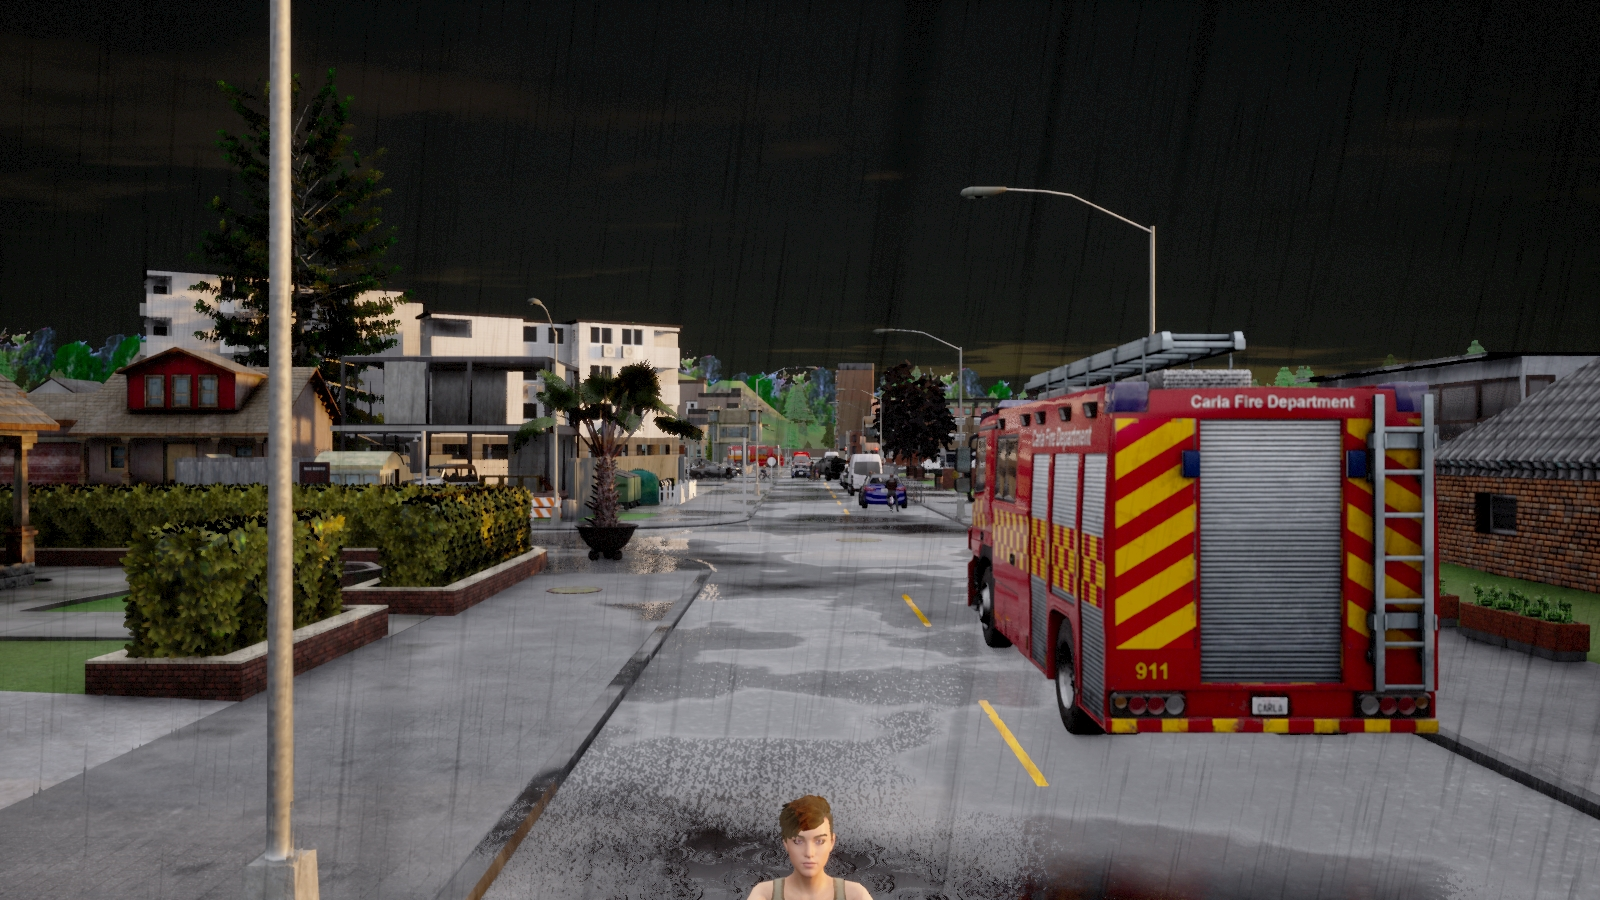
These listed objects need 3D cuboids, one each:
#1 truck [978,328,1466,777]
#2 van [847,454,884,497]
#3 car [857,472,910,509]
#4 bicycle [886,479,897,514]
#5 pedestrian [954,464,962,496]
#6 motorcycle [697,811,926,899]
[{"bbox_3d":[4.261,0.888,13.993,2.891,3.827,8.468,0,0,0],"label":"truck"},{"bbox_3d":[4.045,1.534,71.355,1.988,2.561,5.915,0,0,0],"label":"van"},{"bbox_3d":[4.046,1.967,56.171,2.242,1.667,4.611,0,0,0],"label":"car"},{"bbox_3d":[4.077,2.060,50.936,0.329,1.471,1.835,0,0,0],"label":"bicycle"},{"bbox_3d":[9.294,1.744,67.193,0.375,1.860,0.375,0,0,0],"label":"pedestrian"},{"bbox_3d":[0.039,2.155,3.558,0.764,1.307,2.356,0,0,0],"label":"motorcycle"}]
